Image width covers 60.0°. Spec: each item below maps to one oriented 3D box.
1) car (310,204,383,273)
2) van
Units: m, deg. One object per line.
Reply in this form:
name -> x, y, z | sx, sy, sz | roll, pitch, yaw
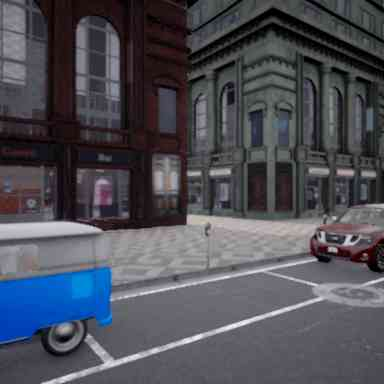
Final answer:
car -> 6.085, 1.342, 11.012 | 5.009, 1.841, 2.192 | 0, 0, -36
van -> -3.081, 1.347, 4.450 | 3.998, 1.788, 1.690 | 0, 0, -36
